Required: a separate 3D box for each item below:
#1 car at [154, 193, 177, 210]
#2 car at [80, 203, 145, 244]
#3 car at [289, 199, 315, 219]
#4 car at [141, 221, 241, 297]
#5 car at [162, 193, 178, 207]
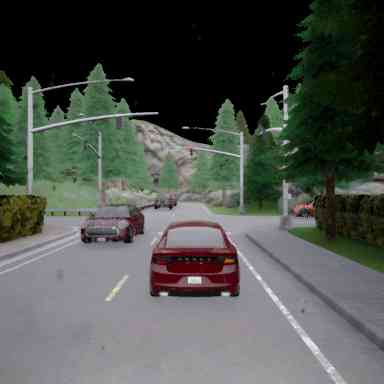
[{"bbox_3d":[-3.583,1.221,43.479,2.150,2.045,5.566,0,0,0],"label":"car"},{"bbox_3d":[-3.592,1.352,15.762,2.097,1.767,4.553,0,0,2],"label":"car"},{"bbox_3d":[10.668,1.337,28.309,4.553,1.767,2.097,0,0,1],"label":"car"},{"bbox_3d":[0.067,1.478,8.622,1.882,1.535,5.008,0,0,0],"label":"car"},{"bbox_3d":[-3.552,1.222,54.038,2.150,2.045,5.566,0,0,1],"label":"car"}]
